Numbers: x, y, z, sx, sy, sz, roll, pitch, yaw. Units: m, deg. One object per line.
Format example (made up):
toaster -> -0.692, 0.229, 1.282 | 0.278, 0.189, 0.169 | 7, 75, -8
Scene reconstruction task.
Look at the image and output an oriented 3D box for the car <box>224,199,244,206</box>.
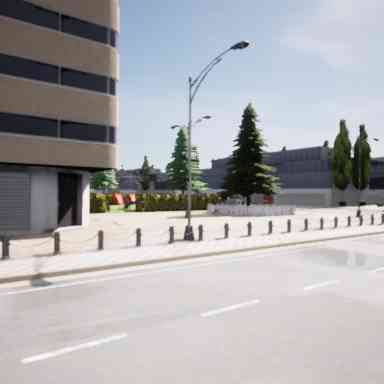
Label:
car -> 7.912, 1.973, 62.930 | 1.994, 1.385, 4.181 | 1, 0, -35
